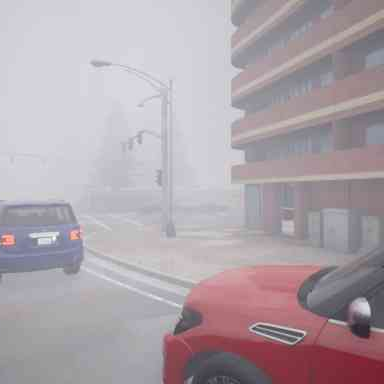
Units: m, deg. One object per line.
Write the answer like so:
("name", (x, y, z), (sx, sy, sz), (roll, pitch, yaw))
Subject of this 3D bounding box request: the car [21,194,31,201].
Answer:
("car", (-40.415, 1.355, 81.065), (2.097, 1.767, 4.553), (0, 0, -23))

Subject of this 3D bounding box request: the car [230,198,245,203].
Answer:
("car", (5.187, 1.533, 39.732), (5.008, 1.535, 1.882), (0, 0, -23))

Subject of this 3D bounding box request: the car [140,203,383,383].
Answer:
("car", (2.348, 1.221, 2.453), (5.566, 2.045, 2.150), (0, 0, 36))

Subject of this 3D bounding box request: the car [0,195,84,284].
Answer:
("car", (-4.951, 1.221, 9.811), (2.150, 2.045, 5.566), (0, 0, -36))

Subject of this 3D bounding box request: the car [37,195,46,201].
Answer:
("car", (-37.240, 1.478, 82.542), (1.882, 1.535, 5.008), (0, 0, -23))

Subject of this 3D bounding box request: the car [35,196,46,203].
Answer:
("car", (-33.219, 1.540, 73.066), (2.033, 1.411, 5.357), (0, 0, -23))

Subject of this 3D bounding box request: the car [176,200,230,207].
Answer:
("car", (1.116, 1.656, 34.250), (4.718, 1.301, 1.895), (0, 0, -23))

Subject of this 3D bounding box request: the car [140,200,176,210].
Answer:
("car", (-3.340, 1.581, 36.167), (4.674, 1.442, 1.812), (0, 0, -22))
